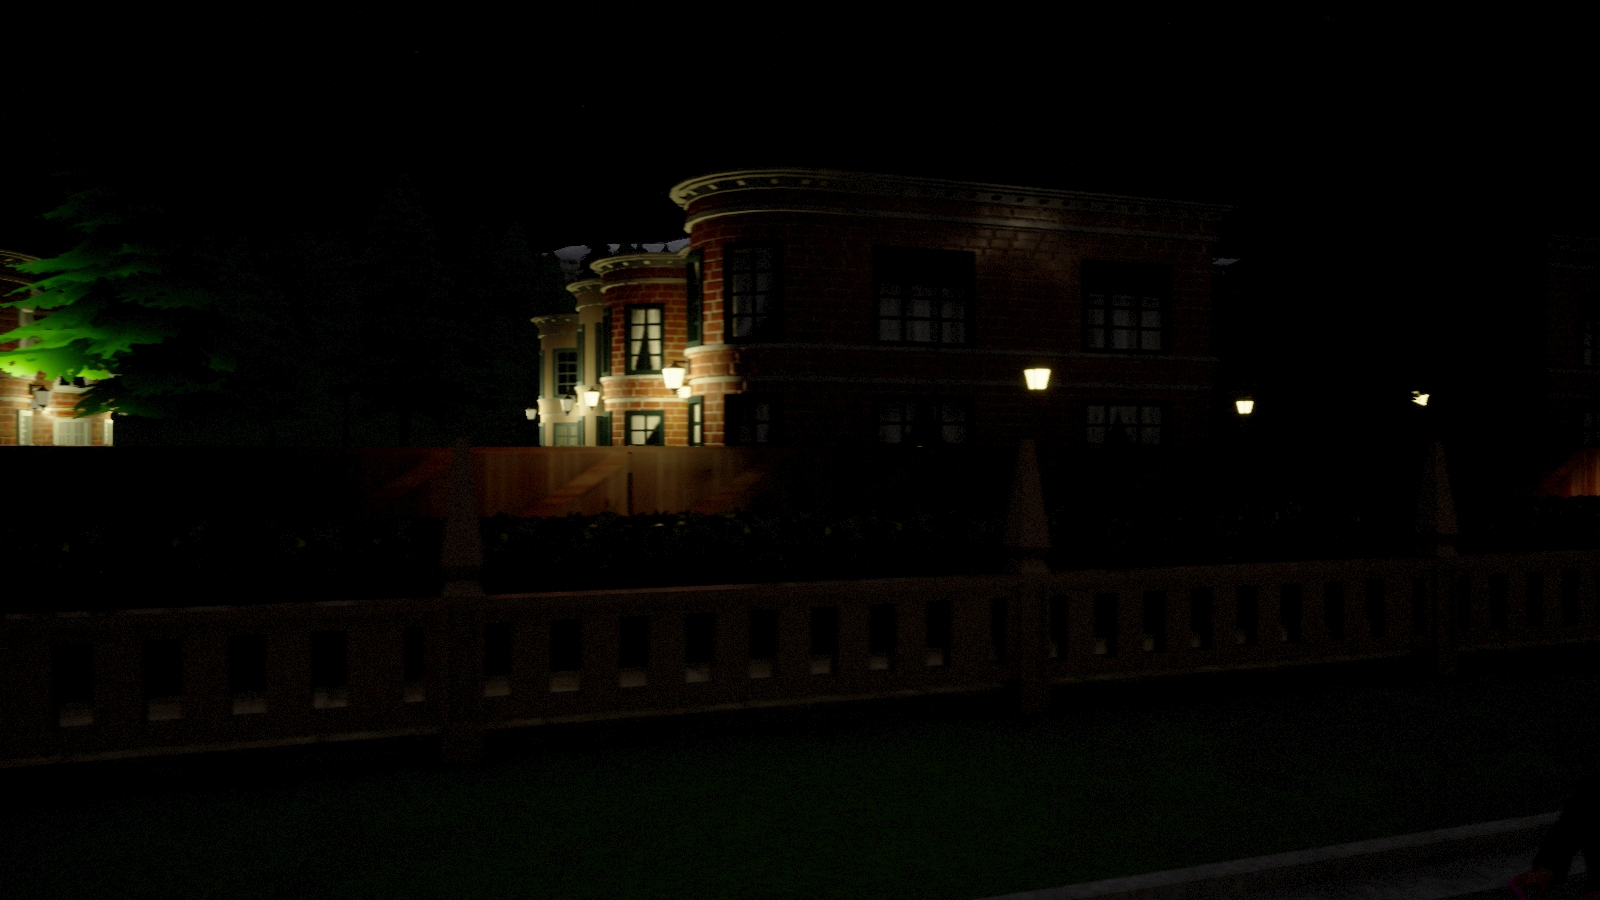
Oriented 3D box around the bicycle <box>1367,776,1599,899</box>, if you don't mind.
[{"bbox_3d":[3.010,2.063,4.386,1.835,1.471,0.329,0,0,-20],"label":"bicycle"}]
